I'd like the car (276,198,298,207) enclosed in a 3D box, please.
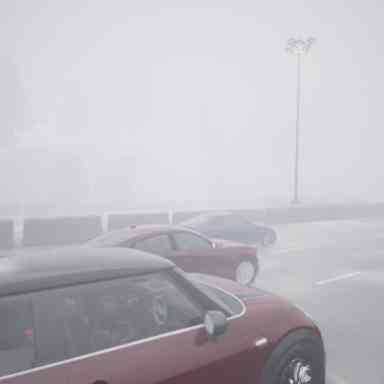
[{"bbox_3d":[14.083,1.459,44.129,5.357,1.411,2.033,-1,0,-35],"label":"car"}]

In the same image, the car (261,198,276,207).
[{"bbox_3d":[11.613,1.479,46.662,4.181,1.385,1.994,-1,0,-35],"label":"car"}]

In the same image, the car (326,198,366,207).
[{"bbox_3d":[18.219,1.402,38.480,4.902,1.511,2.128,-1,0,-35],"label":"car"}]

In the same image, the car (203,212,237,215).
[{"bbox_3d":[1.346,1.549,13.327,4.674,1.442,1.812,0,0,-36],"label":"car"}]

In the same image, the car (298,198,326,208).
[{"bbox_3d":[15.621,1.517,40.928,4.718,1.301,1.895,-1,0,-35],"label":"car"}]

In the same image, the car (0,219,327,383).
[{"bbox_3d":[-0.729,1.356,3.227,4.553,1.767,2.097,0,0,-36],"label":"car"}]

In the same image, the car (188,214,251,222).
[{"bbox_3d":[-0.590,1.490,7.627,5.008,1.535,1.882,0,0,-36],"label":"car"}]
